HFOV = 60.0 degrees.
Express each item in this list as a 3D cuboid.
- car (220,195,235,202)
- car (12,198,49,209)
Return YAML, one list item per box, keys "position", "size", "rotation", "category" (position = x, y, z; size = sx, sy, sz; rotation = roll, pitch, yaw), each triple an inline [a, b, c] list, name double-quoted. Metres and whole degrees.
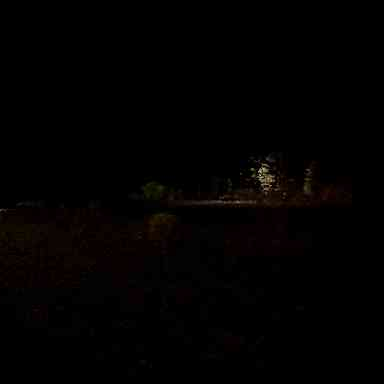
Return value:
- position: [9.248, 1.737, 82.708]
  size: [1.994, 1.385, 4.181]
  rotation: [0, 0, 27]
  category: "car"
- position: [-21.952, 1.625, 45.402]
  size: [1.812, 1.442, 4.674]
  rotation: [0, 1, 34]
  category: "car"
